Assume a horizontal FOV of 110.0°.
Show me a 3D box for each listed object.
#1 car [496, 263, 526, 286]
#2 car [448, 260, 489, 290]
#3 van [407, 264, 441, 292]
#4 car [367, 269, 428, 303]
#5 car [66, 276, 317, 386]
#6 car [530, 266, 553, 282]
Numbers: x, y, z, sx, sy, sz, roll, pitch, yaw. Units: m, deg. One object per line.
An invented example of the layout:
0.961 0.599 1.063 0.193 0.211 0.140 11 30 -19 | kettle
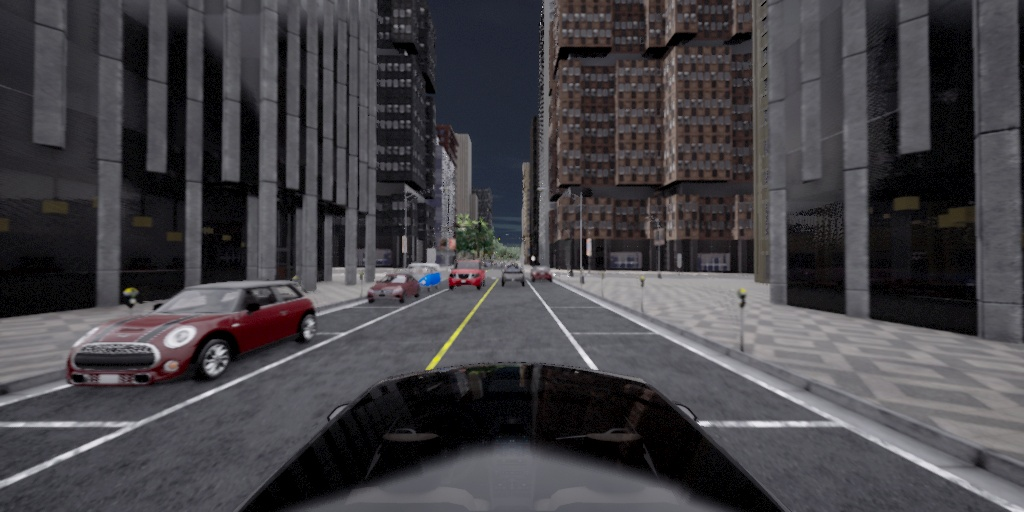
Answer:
0.087 1.603 29.141 2.128 1.511 4.902 0 -1 0 | car
-3.095 1.284 25.659 2.150 2.045 5.566 0 -1 0 | car
-5.769 1.374 23.438 1.690 1.789 3.998 0 0 0 | van
-5.768 1.541 17.997 1.802 1.307 4.207 0 0 0 | car
-5.765 1.255 7.119 1.967 1.591 4.097 0 0 0 | car
2.754 1.621 34.323 1.967 1.591 4.097 0 0 0 | car
